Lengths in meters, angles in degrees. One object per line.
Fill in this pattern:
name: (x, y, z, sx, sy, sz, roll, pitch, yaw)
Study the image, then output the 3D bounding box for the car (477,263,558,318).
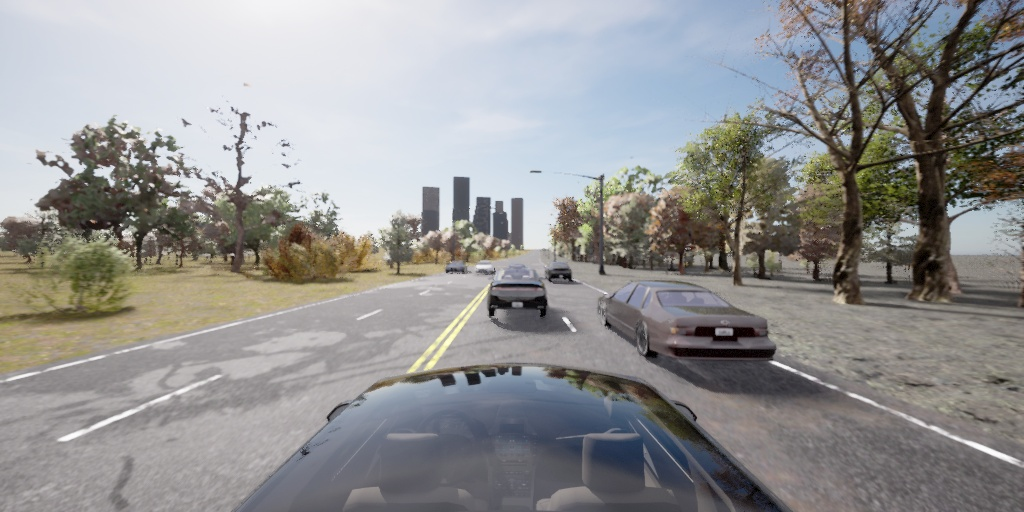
car: (0.179, 1.161, 12.549, 2.128, 1.511, 4.902, 1, 0, 0)

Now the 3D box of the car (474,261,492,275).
car: (-2.865, 1.220, 38.145, 1.812, 1.442, 4.674, 0, 0, 1)

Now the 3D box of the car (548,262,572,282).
car: (3.629, 1.219, 28.586, 1.837, 1.490, 4.892, 0, 0, 1)

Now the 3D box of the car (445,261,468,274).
car: (-6.080, 1.255, 39.623, 1.994, 1.385, 4.181, 0, 0, 2)

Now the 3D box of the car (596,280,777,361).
car: (3.403, 1.263, 8.254, 2.033, 1.411, 5.357, 1, 0, 0)
